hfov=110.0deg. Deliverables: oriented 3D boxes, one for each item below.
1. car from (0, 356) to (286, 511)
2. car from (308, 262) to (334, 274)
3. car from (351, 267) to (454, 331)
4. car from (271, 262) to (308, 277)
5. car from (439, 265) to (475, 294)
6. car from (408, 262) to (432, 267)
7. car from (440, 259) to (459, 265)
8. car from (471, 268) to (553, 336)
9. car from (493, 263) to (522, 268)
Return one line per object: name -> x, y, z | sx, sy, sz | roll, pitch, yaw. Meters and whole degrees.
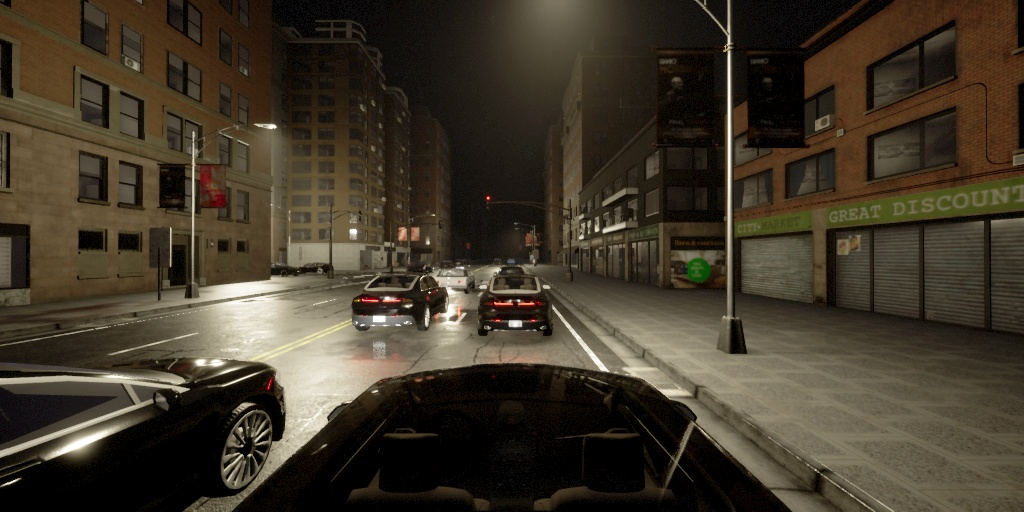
car -> -3.154, 1.242, 1.589 | 2.128, 1.511, 4.902 | 0, 0, 0
car -> -22.228, 1.348, 40.053 | 4.313, 1.339, 1.948 | 0, 0, 0
car -> -3.170, 1.256, 10.978 | 1.837, 1.490, 4.892 | 0, 0, 0
car -> -22.610, 1.317, 34.572 | 4.181, 1.385, 1.994 | 0, 0, 0
car -> -3.189, 1.354, 20.290 | 1.895, 1.301, 4.718 | 0, 0, 0
car -> -9.933, 1.309, 38.858 | 2.033, 1.411, 5.357 | 0, 0, 0
car -> -9.949, 1.339, 55.388 | 1.994, 1.385, 4.181 | 0, 0, 0
car -> 0.081, 1.256, 10.387 | 1.837, 1.490, 4.892 | 0, 0, 0
car -> -0.035, 1.279, 19.644 | 1.812, 1.442, 4.674 | 0, 0, 0
